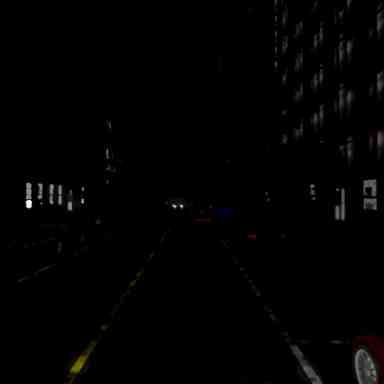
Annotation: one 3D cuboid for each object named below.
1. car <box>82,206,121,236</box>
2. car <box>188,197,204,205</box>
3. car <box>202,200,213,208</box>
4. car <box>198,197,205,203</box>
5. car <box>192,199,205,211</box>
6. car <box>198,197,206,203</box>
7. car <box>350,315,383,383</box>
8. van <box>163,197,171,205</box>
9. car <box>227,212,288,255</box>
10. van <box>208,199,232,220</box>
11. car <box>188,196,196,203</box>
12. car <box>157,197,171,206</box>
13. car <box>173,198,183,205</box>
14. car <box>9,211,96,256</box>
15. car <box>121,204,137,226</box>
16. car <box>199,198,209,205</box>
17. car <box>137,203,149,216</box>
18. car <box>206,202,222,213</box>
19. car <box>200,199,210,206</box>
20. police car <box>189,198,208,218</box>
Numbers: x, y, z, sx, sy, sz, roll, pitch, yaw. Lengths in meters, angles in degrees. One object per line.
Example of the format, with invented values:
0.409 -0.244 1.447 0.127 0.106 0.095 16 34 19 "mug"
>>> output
-5.687 1.608 19.303 1.967 1.590 4.097 0 0 0 "car"
0.860 1.712 43.664 2.097 1.767 4.553 0 0 -1 "car"
2.703 2.065 59.142 1.802 1.307 4.206 0 0 0 "car"
2.712 2.156 93.297 1.967 1.590 4.097 0 0 0 "car"
0.911 1.865 49.891 1.801 1.575 5.366 0 0 0 "car"
2.711 2.120 87.605 1.967 1.590 4.097 0 0 0 "car"
2.690 1.604 2.217 1.802 1.307 4.206 0 -1 0 "car"
-5.673 1.948 76.227 1.690 1.788 3.998 0 0 0 "van"
2.693 1.704 13.605 1.802 1.307 4.206 0 0 0 "car"
2.697 1.599 30.683 1.690 1.788 3.998 0 0 0 "van"
0.019 1.972 84.433 2.097 1.767 4.553 0 0 0 "car"
-5.676 2.077 64.840 2.008 1.369 4.403 0 0 0 "car"
-2.984 2.097 71.686 1.812 1.442 4.674 0 0 0 "car"
-5.688 1.672 13.609 2.008 1.369 4.403 0 0 0 "car"
-5.685 1.764 24.994 2.008 1.369 4.403 0 0 0 "car"
2.708 2.158 76.219 2.008 1.369 4.403 0 0 0 "car"
-5.683 1.885 36.378 1.802 1.307 4.206 0 0 0 "car"
2.699 1.930 42.065 1.802 1.307 4.206 0 0 0 "car"
2.706 2.119 70.527 2.008 1.369 4.403 0 0 0 "car"
0.907 1.708 33.812 1.930 1.638 5.238 0 0 0 "police car"
